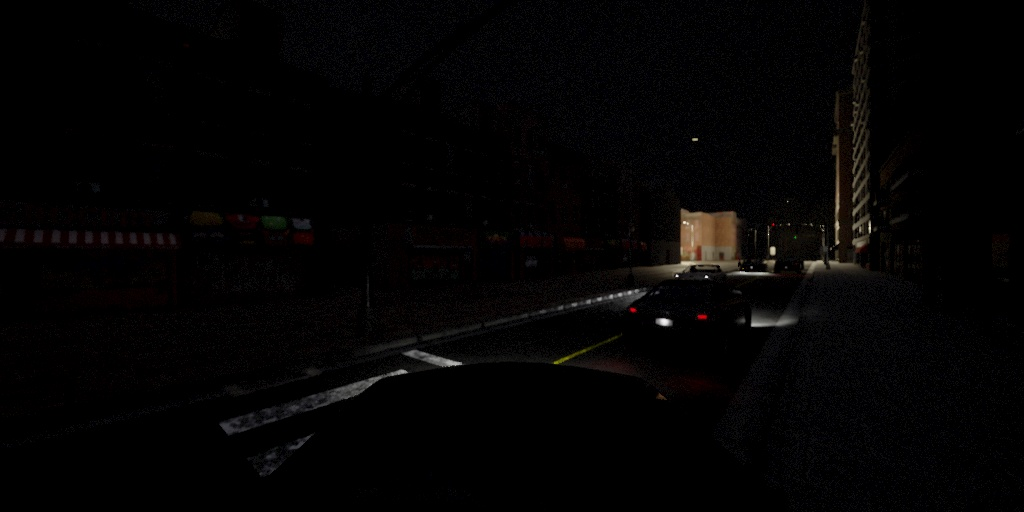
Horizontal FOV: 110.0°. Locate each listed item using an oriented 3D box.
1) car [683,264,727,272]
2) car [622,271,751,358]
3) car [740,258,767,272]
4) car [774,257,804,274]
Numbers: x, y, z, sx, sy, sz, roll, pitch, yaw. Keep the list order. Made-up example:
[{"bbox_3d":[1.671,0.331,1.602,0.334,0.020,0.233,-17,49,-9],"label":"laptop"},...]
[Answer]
[{"bbox_3d":[10.899,1.150,20.623,1.895,1.301,4.718,0,1,41],"label":"car"},{"bbox_3d":[4.253,1.233,8.474,1.994,1.385,4.181,0,1,41],"label":"car"},{"bbox_3d":[24.859,0.933,36.793,1.994,1.385,4.181,0,0,41],"label":"car"},{"bbox_3d":[26.100,0.856,33.903,1.882,1.535,5.008,0,0,41],"label":"car"}]
